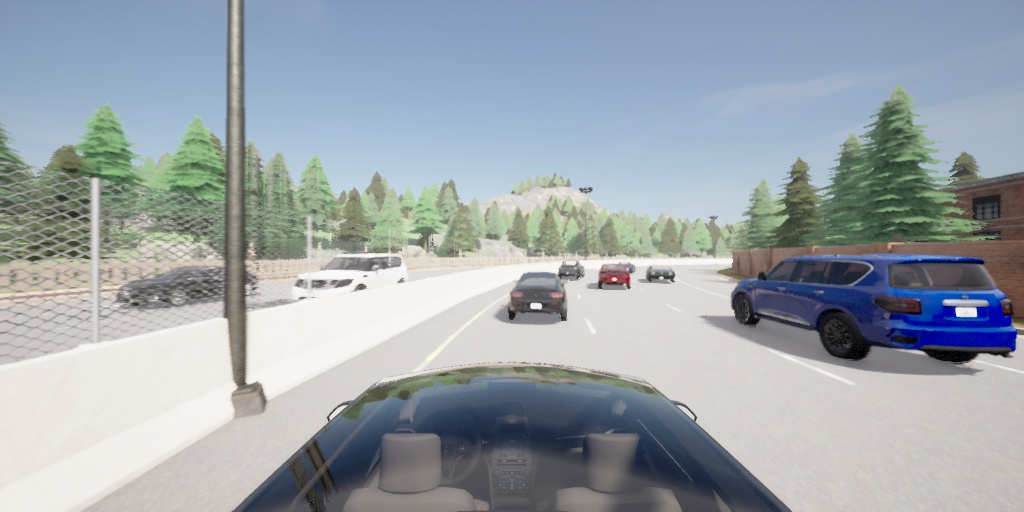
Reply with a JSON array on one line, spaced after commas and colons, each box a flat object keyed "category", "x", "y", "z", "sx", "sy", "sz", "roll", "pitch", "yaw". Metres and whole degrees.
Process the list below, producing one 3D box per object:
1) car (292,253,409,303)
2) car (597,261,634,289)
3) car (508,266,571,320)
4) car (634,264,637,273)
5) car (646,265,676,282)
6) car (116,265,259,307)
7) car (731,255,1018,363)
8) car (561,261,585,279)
[{"category": "car", "x": -6.087, "y": 0.897, "z": 14.429, "sx": 2.150, "sy": 2.045, "sz": 5.566, "roll": 0, "pitch": 0, "yaw": 8}, {"category": "car", "x": 6.540, "y": 1.194, "z": 23.180, "sx": 1.882, "sy": 1.535, "sz": 5.008, "roll": 0, "pitch": 0, "yaw": 14}, {"category": "car", "x": 0.956, "y": 1.248, "z": 12.408, "sx": 1.812, "sy": 1.442, "sz": 4.674, "roll": 0, "pitch": 0, "yaw": 7}, {"category": "car", "x": 12.710, "y": 1.259, "z": 40.185, "sx": 1.994, "sy": 1.385, "sz": 4.181, "roll": 0, "pitch": 0, "yaw": 25}, {"category": "car", "x": 11.650, "y": 1.327, "z": 28.351, "sx": 1.895, "sy": 1.301, "sz": 4.718, "roll": 0, "pitch": 0, "yaw": 18}, {"category": "car", "x": -13.083, "y": 1.155, "z": 14.909, "sx": 1.837, "sy": 1.490, "sz": 4.892, "roll": 0, "pitch": 0, "yaw": 8}, {"category": "car", "x": 7.512, "y": 0.988, "z": 8.434, "sx": 2.150, "sy": 2.045, "sz": 5.566, "roll": 0, "pitch": 0, "yaw": 5}, {"category": "car", "x": 5.198, "y": 1.178, "z": 30.943, "sx": 2.128, "sy": 1.511, "sz": 4.902, "roll": 0, "pitch": 0, "yaw": 18}]
